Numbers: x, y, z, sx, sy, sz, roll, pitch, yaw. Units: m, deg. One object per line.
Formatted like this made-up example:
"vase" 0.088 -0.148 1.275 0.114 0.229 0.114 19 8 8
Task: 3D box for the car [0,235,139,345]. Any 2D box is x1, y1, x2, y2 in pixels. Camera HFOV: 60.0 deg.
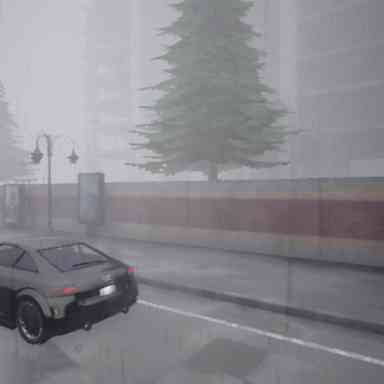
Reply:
"car" -3.069 1.542 6.338 4.181 1.385 1.994 0 0 31
